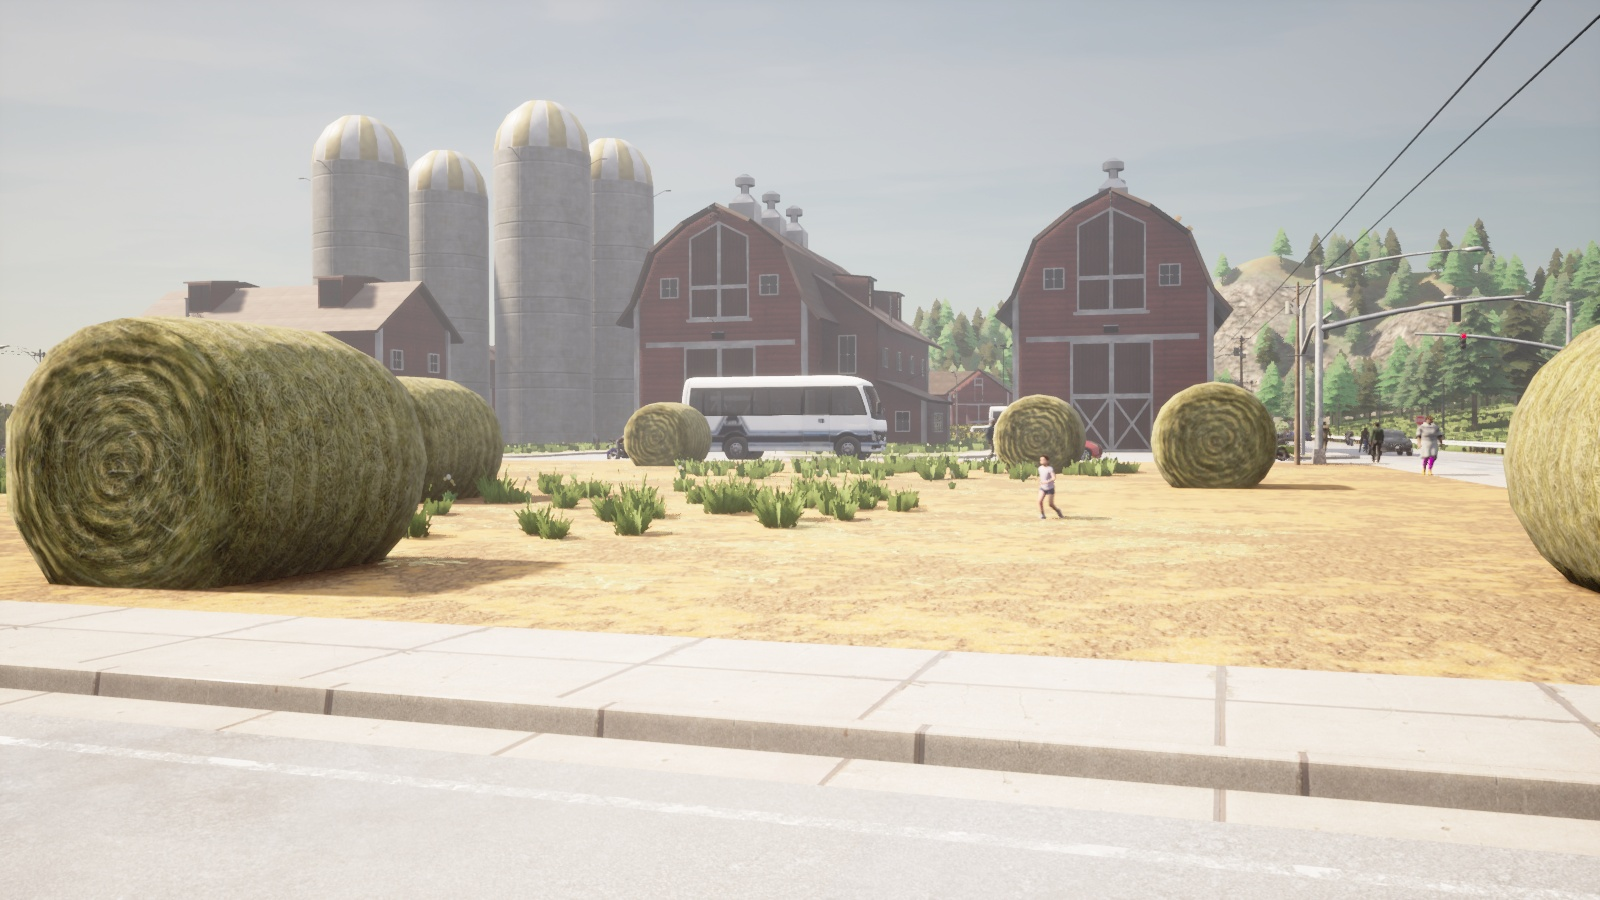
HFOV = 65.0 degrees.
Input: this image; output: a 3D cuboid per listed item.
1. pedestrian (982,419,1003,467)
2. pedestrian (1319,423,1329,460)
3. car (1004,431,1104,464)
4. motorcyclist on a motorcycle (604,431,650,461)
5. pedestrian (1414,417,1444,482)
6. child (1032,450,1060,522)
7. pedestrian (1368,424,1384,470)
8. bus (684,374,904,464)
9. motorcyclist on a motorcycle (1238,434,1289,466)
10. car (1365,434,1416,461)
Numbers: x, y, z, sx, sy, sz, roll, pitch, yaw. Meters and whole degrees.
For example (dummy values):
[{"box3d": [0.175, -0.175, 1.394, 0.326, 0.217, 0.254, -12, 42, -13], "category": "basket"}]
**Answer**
[{"box3d": [7.513, -0.269, 48.951, 0.726, 1.835, 0.370, 1, 1, 38], "category": "pedestrian"}, {"box3d": [27.263, -0.436, 65.299, 0.396, 1.930, 0.692, 1, 1, 27], "category": "pedestrian"}, {"box3d": [11.986, -0.126, 59.228, 4.514, 1.525, 2.007, 0, 1, 15], "category": "car"}, {"box3d": [-8.915, -0.212, 64.734, 2.191, 1.530, 0.866, 1, 1, 15], "category": "motorcyclist on a motorcycle"}, {"box3d": [18.965, -0.027, 37.858, 0.659, 1.952, 0.873, 1, 1, 18], "category": "pedestrian"}, {"box3d": [3.890, 0.564, 19.842, 0.255, 1.110, 0.394, 1, 1, 41], "category": "child"}, {"box3d": [24.575, -0.129, 53.558, 0.423, 1.949, 0.788, 0, 1, 10], "category": "pedestrian"}, {"box3d": [-0.240, -1.542, 62.431, 10.273, 4.253, 3.944, 0, 1, 15], "category": "bus"}, {"box3d": [22.197, -0.010, 60.158, 2.191, 1.530, 0.866, 0, 1, 15], "category": "motorcyclist on a motorcycle"}, {"box3d": [33.967, -0.165, 72.361, 1.837, 1.490, 4.892, 0, 1, 16], "category": "car"}]
